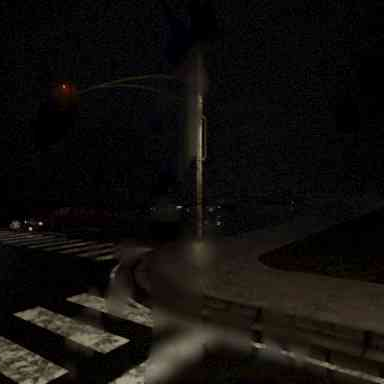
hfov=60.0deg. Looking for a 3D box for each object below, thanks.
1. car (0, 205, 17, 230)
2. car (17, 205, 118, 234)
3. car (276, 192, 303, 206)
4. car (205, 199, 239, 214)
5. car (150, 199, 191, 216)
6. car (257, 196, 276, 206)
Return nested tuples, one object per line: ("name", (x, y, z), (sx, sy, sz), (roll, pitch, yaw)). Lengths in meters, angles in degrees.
("car", (-11.943, 1.449, 18.979), (5.008, 1.535, 1.882), (0, 1, -42))
("car", (-6.816, 1.496, 19.333), (2.033, 1.411, 5.357), (0, 0, 35))
("car", (15.269, 1.065, 50.842), (2.150, 2.045, 5.566), (0, 0, 35))
("car", (3.130, 1.413, 33.598), (1.812, 1.442, 4.674), (0, 0, 35))
("car", (-1.947, 1.415, 32.001), (1.837, 1.490, 4.892), (0, 0, 35))
("car", (12.059, 1.395, 51.933), (2.033, 1.411, 5.357), (0, 0, 35))
